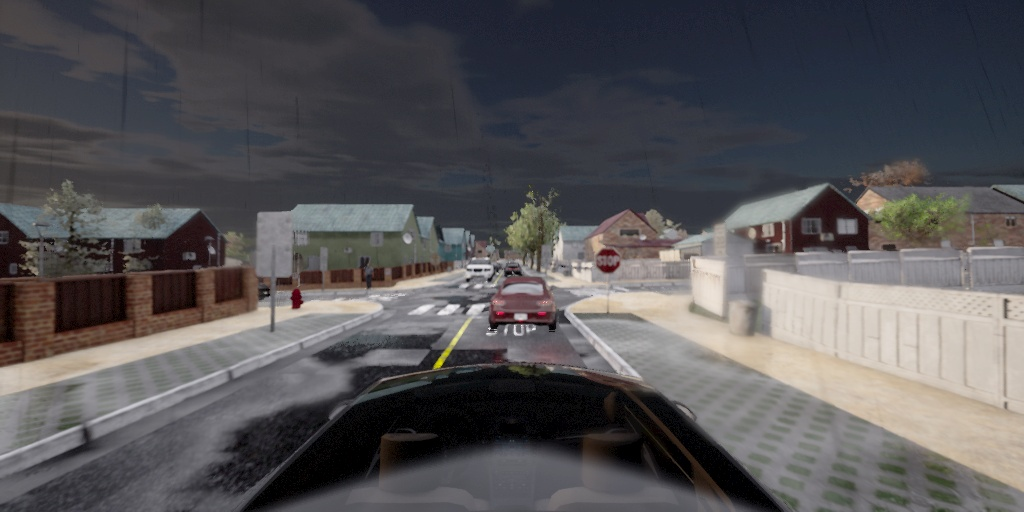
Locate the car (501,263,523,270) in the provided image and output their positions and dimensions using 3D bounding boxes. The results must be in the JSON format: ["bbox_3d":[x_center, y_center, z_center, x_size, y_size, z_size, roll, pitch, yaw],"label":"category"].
[{"bbox_3d":[0.097,1.502,39.302,1.837,1.490,4.892,0,0,0],"label":"car"}]

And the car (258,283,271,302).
[{"bbox_3d":[-15.020,1.710,18.328,4.892,1.490,1.837,-2,-2,0],"label":"car"}]

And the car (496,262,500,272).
[{"bbox_3d":[-2.836,1.505,41.961,2.128,1.511,4.902,0,0,0],"label":"car"}]

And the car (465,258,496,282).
[{"bbox_3d":[-2.828,1.172,32.045,2.150,2.045,5.566,0,0,0],"label":"car"}]

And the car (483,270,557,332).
[{"bbox_3d":[0.406,1.339,11.111,1.812,1.442,4.674,0,0,5],"label":"car"}]

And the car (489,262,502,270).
[{"bbox_3d":[-2.792,1.699,61.531,1.994,1.385,4.181,0,0,0],"label":"car"}]

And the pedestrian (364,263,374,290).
[{"bbox_3d":[-9.686,1.359,24.226,0.375,1.860,0.375,0,0,0],"label":"pedestrian"}]
